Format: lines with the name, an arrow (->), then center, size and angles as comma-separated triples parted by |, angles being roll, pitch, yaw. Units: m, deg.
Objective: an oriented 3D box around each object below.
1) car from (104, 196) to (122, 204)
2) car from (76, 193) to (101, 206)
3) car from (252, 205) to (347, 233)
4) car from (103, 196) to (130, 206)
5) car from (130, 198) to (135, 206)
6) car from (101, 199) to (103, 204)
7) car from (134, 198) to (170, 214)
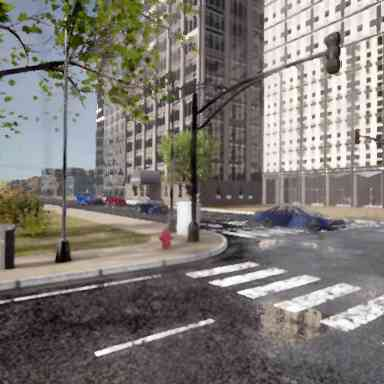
car -> -14.790, 1.496, 62.063 | 1.812, 1.442, 4.674 | 1, 0, -34
car -> -17.057, 1.113, 53.755 | 2.150, 2.045, 5.566 | 1, -1, -34
car -> 6.078, 1.502, 19.537 | 2.033, 1.411, 5.357 | 1, 0, -40
car -> -11.745, 1.468, 51.706 | 1.812, 1.442, 4.674 | 1, 0, -33
car -> -9.249, 1.588, 53.772 | 1.895, 1.301, 4.718 | 1, 0, -34
car -> -17.492, 1.490, 60.257 | 1.994, 1.385, 4.181 | 1, 0, -34
car -> -3.861, 1.488, 33.838 | 1.994, 1.385, 4.181 | 1, 0, -34
